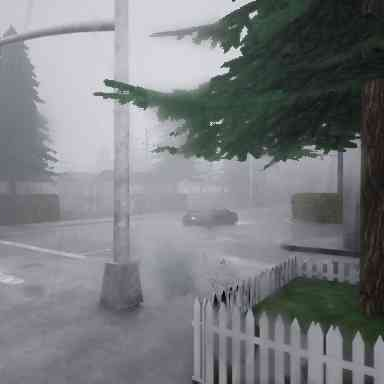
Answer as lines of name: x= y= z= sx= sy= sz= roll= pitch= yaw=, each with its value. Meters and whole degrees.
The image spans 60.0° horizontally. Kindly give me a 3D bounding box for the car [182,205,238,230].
car: x=1.233 y=1.467 z=20.691 sx=1.994 sy=1.385 sz=4.181 roll=1 pitch=1 yaw=35
